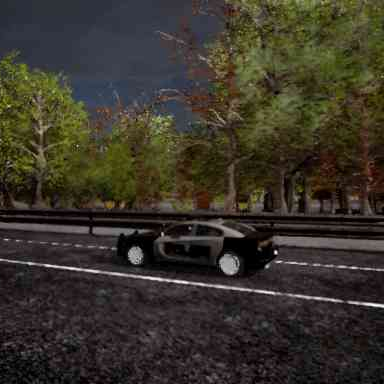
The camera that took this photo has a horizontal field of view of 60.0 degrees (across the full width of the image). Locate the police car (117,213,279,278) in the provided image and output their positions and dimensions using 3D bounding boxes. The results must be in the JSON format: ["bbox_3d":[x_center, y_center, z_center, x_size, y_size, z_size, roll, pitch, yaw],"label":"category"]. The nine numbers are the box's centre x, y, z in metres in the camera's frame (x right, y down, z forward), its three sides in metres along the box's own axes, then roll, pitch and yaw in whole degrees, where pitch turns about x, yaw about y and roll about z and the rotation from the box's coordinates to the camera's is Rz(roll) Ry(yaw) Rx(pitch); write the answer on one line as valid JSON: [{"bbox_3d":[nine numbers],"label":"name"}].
[{"bbox_3d":[0.014,1.514,10.429,5.238,1.638,1.930,-1,0,26],"label":"police car"}]
